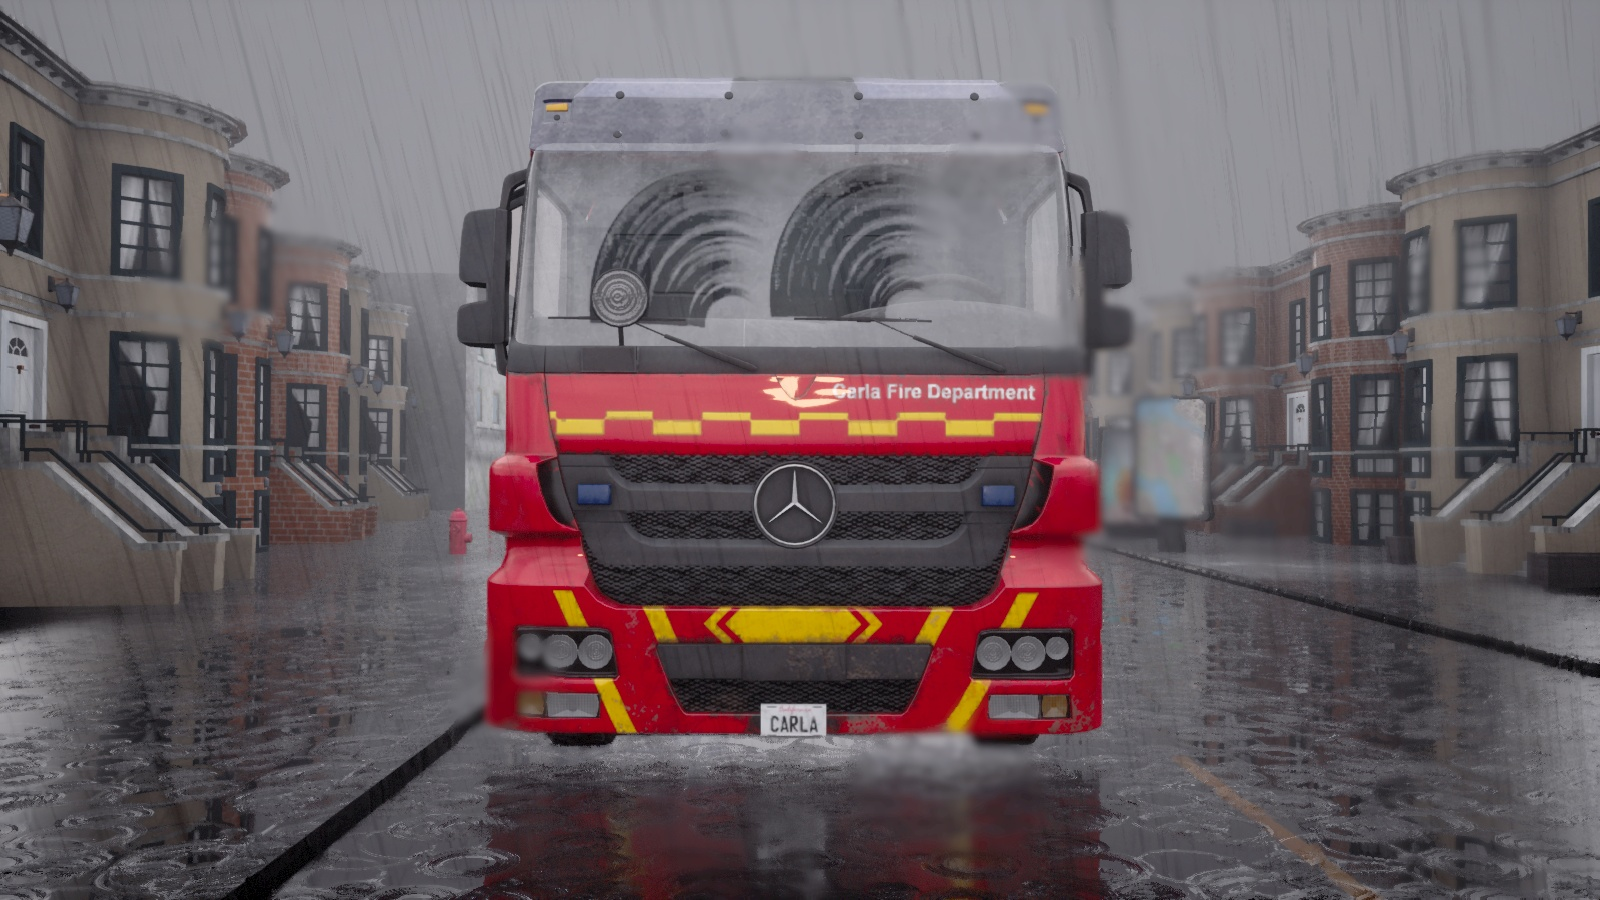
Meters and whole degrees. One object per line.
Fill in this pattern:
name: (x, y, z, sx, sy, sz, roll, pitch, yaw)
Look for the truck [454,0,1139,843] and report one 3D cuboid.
truck: (-0.032, -0.190, 9.565, 2.891, 3.827, 8.468, 0, -1, 0)
